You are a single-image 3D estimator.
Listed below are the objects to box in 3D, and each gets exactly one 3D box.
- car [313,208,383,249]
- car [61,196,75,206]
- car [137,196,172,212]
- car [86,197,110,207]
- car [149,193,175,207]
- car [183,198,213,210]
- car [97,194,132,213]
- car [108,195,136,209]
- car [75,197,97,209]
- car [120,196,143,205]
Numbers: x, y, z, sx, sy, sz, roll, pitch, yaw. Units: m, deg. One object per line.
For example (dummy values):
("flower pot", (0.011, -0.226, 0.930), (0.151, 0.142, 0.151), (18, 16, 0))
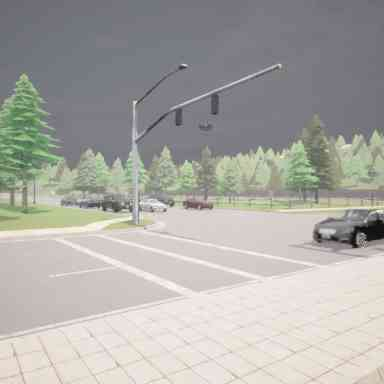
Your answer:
("car", (7.342, 1.491, 14.626), (4.902, 1.511, 2.128), (0, 0, -35))
("car", (-20.055, 1.505, 54.266), (1.837, 1.490, 4.892), (0, 0, -35))
("car", (-4.637, 1.526, 38.424), (1.812, 1.442, 4.674), (0, 0, -35))
("car", (-15.147, 1.547, 53.353), (2.033, 1.411, 5.357), (0, 0, -35))
("car", (-4.826, 1.221, 50.831), (2.150, 2.045, 5.566), (0, 0, -35))
("car", (0.750, 1.478, 42.900), (1.882, 1.535, 5.008), (0, 0, -35))
("car", (-8.506, 1.221, 37.825), (2.150, 2.045, 5.566), (0, 0, -36))
("car", (-9.691, 1.352, 45.582), (2.097, 1.767, 4.553), (0, 0, -35))
("car", (-14.132, 1.601, 45.813), (1.895, 1.301, 4.718), (0, 0, -35))
("car", (-10.950, 1.547, 59.594), (2.033, 1.411, 5.357), (0, 0, -35))
